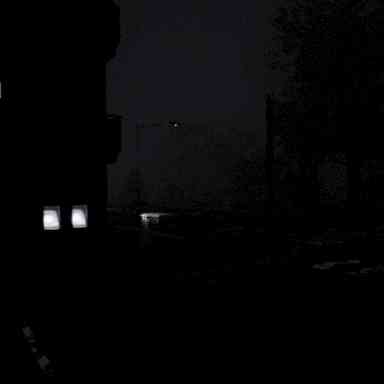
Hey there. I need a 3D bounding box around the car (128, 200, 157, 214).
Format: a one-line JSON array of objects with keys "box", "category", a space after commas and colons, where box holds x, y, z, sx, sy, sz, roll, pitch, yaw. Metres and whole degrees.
[{"box": [-5.841, 1.673, 38.695, 1.812, 1.442, 4.674, -1, 0, -38], "category": "car"}]
